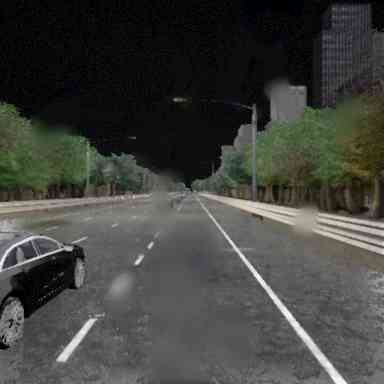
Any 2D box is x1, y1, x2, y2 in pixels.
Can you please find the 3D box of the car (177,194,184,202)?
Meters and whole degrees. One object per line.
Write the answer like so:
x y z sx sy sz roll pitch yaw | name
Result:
-3.462 1.605 75.024 1.895 1.301 4.718 0 0 0 | car

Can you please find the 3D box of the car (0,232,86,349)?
-3.497 1.495 6.216 2.128 1.511 4.902 0 0 0 | car

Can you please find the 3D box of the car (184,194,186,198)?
-3.452 1.497 94.849 1.837 1.490 4.892 0 0 0 | car

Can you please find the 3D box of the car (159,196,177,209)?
-3.480 1.538 45.352 1.837 1.490 4.892 0 0 0 | car
